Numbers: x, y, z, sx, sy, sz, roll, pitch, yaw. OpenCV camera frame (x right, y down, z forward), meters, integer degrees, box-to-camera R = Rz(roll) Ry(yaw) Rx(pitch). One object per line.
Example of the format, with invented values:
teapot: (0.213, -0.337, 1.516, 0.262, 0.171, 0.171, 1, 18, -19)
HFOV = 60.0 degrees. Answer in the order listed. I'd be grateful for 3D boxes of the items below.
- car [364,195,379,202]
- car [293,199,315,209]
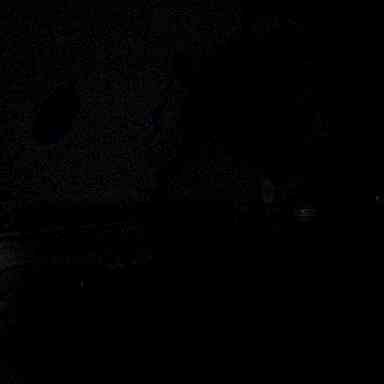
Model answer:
car: (40.982, 1.399, 76.465, 2.097, 1.767, 4.553, 0, 0, 36)
car: (15.485, 1.613, 45.806, 1.994, 1.385, 4.181, 0, 0, 36)
